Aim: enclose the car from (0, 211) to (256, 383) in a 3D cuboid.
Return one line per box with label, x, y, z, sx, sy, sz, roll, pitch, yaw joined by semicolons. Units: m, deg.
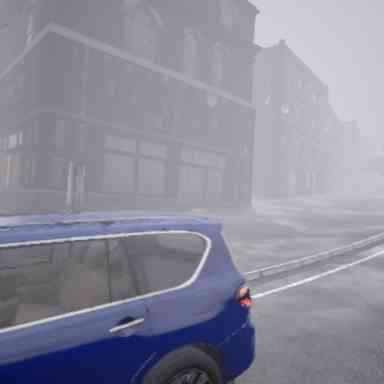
car;-1.918;1.240;2.729;5.566;2.045;2.150;0;0;-36
